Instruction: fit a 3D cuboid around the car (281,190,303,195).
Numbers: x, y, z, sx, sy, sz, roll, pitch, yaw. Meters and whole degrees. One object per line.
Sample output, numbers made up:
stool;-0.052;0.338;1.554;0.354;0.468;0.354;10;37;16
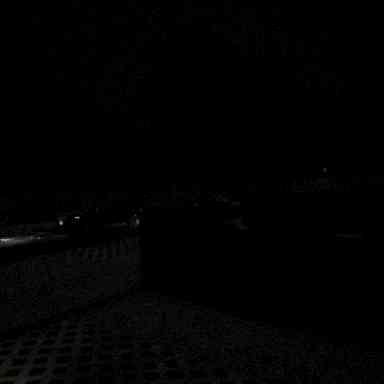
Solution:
car;12.999;0.421;43.033;2.033;1.411;5.357;0;2;36

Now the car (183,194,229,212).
car;1.176;0.900;26.519;2.128;1.511;4.902;0;2;35

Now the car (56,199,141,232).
car;-4.883;1.167;18.003;2.128;1.511;4.902;0;2;35
